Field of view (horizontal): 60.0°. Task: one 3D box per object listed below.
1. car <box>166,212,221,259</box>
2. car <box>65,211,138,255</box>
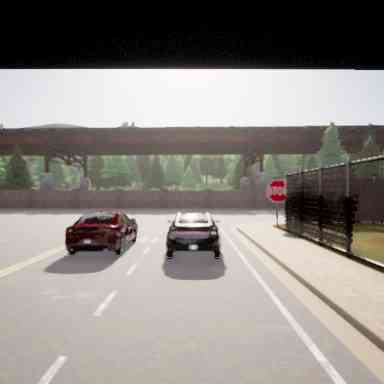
[{"bbox_3d":[0.059,1.500,12.714,2.128,1.511,4.902,0,0,0],"label":"car"},{"bbox_3d":[-3.438,1.487,13.440,1.882,1.535,5.008,0,0,0],"label":"car"}]
